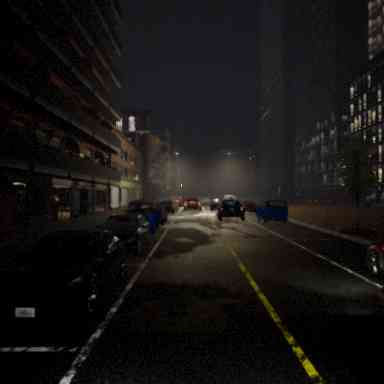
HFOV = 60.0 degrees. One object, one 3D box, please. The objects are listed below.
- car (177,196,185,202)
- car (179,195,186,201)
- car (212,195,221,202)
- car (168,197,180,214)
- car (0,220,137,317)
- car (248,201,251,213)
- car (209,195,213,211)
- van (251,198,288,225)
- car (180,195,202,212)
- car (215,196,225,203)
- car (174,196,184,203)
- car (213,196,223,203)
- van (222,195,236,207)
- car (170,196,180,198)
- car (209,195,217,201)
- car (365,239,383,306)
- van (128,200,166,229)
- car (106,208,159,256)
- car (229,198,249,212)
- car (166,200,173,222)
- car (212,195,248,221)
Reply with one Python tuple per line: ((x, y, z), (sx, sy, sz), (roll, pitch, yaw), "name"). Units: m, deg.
((-2.554, 1.616, 79.932), (1.802, 1.307, 4.206), (1, 0, 0), "car")
((-2.535, 1.587, 91.071), (1.887, 1.381, 4.507), (1, 0, 0), "car")
((5.828, 1.490, 79.917), (1.967, 1.590, 4.097), (1, 0, 0), "car")
((-2.626, 1.559, 35.373), (2.008, 1.369, 4.403), (1, 0, 0), "car")
((-2.672, 1.564, 7.526), (1.947, 1.339, 4.313), (1, 0, 0), "car")
((5.754, 1.606, 35.359), (1.802, 1.307, 4.206), (1, 0, 0), "car")
((3.087, 1.514, 40.149), (2.128, 1.511, 4.902), (0, 0, 1), "car")
((5.740, 1.361, 24.221), (1.690, 1.788, 3.998), (1, 0, 0), "van")
((0.059, 1.367, 38.893), (2.097, 1.767, 4.553), (0, 0, 0), "car")
((5.809, 1.568, 68.947), (1.752, 1.417, 4.829), (1, 0, 0), "car")
((-2.572, 1.571, 68.792), (1.887, 1.381, 4.507), (1, 0, 0), "car")
((5.817, 1.591, 74.347), (1.887, 1.381, 4.507), (1, 0, 0), "car")
((5.785, 1.373, 52.069), (1.690, 1.788, 3.998), (1, 0, 0), "van")
((-2.617, 1.536, 40.774), (1.752, 1.417, 4.829), (1, 0, 0), "car")
((5.845, 1.602, 91.056), (1.887, 1.381, 4.507), (1, 0, 0), "car")
((3.900, 1.464, 3.112), (1.801, 1.575, 5.366), (0, 0, 0), "car")
((-2.650, 1.343, 18.666), (1.690, 1.788, 3.998), (1, 0, 0), "van")
((-2.663, 1.551, 13.095), (2.008, 1.369, 4.403), (1, 0, 0), "car")
((5.764, 1.552, 41.098), (1.752, 1.417, 4.829), (1, 0, 0), "car")
((-2.644, 1.529, 24.065), (1.752, 1.417, 4.829), (1, 0, 0), "car")
((3.102, 1.367, 27.835), (2.097, 1.767, 4.553), (0, 0, 0), "car")
